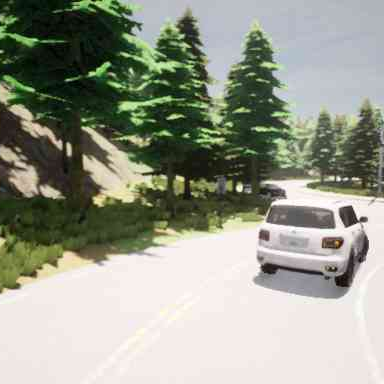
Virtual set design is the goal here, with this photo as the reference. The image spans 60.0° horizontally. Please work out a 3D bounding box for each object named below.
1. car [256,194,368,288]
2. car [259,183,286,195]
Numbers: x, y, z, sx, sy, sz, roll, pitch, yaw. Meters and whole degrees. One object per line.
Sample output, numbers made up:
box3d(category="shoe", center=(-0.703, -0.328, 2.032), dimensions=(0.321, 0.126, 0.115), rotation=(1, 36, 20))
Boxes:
box3d(category="car", center=(3.737, 1.225, 9.802), dimensions=(2.150, 2.045, 5.566), rotation=(3, 2, 32))
box3d(category="car", center=(8.797, -0.214, 37.342), dimensions=(1.882, 1.535, 5.008), rotation=(-1, 5, -12))
